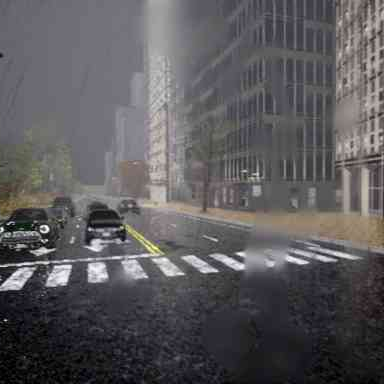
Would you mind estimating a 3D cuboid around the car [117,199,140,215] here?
[{"bbox_3d":[-7.173,1.582,37.079,2.097,1.767,4.553,-1,0,-17],"label":"car"}]

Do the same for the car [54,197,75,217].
[{"bbox_3d":[-13.571,1.544,35.175,2.150,2.045,5.566,-1,0,-17],"label":"car"}]

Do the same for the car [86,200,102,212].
[{"bbox_3d":[-13.562,1.924,46.148,1.994,1.385,4.181,-1,0,-17],"label":"car"}]

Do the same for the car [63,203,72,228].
[{"bbox_3d":[-10.074,1.783,23.977,2.033,1.411,5.357,-1,0,-17],"label":"car"}]

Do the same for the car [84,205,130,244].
[{"bbox_3d":[-4.499,1.652,17.046,1.812,1.442,4.674,-1,0,-17],"label":"car"}]

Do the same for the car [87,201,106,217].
[{"bbox_3d":[-10.324,1.801,35.679,1.812,1.442,4.674,-1,0,-17],"label":"car"}]

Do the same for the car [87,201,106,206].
[{"bbox_3d":[-7.263,1.702,25.883,1.837,1.490,4.892,-1,0,-17],"label":"car"}]

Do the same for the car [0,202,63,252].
[{"bbox_3d":[-7.252,1.516,14.942,2.097,1.767,4.553,-1,0,-17],"label":"car"}]
